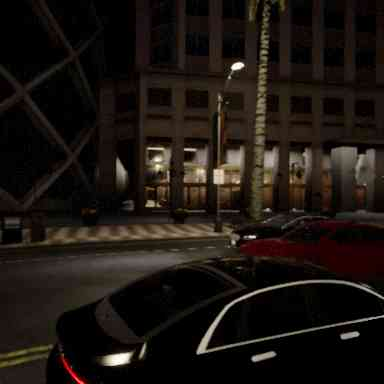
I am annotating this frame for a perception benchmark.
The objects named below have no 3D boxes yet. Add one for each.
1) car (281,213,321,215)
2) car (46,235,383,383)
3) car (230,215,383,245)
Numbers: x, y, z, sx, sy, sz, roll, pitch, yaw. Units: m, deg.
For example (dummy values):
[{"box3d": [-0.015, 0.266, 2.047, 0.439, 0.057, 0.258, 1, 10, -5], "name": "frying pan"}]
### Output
[{"box3d": [3.851, 1.550, 12.553, 4.902, 1.511, 2.128, 0, 0, -16], "name": "car"}, {"box3d": [1.014, 1.521, 3.797, 4.892, 1.490, 1.837, 0, 0, -27], "name": "car"}, {"box3d": [3.642, 1.526, 8.850, 5.008, 1.535, 1.882, 0, 0, -17], "name": "car"}]
